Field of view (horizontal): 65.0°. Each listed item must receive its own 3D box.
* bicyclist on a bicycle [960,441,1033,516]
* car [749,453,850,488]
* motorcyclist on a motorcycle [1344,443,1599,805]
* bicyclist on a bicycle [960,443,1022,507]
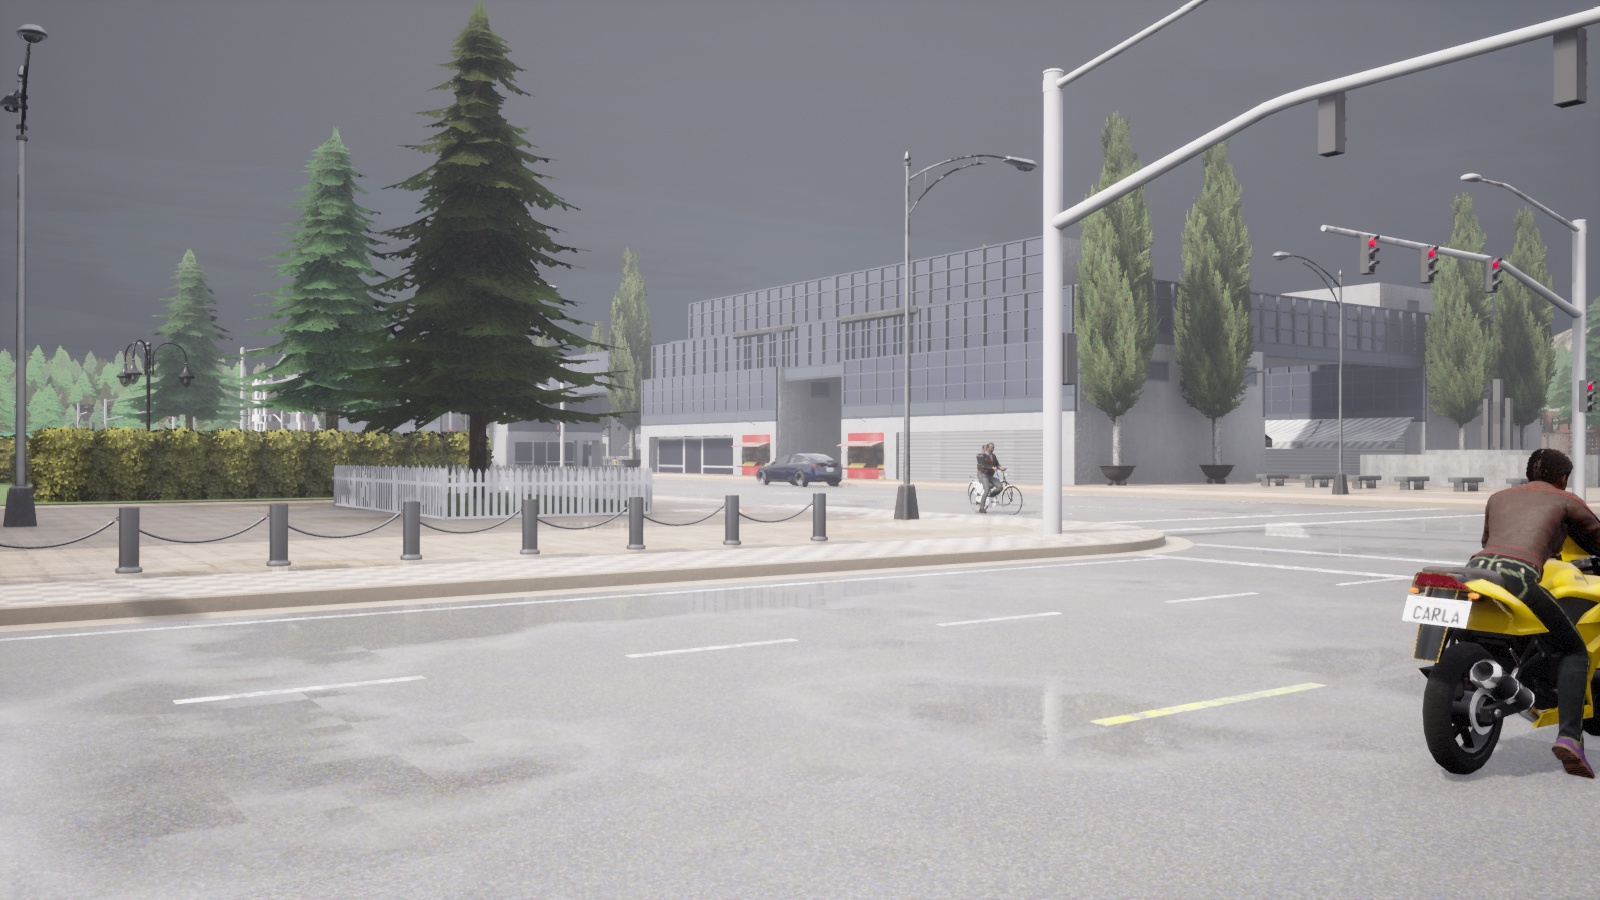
[{"bbox_3d":[4.793,0.680,30.691,0.659,1.776,1.843,0,0,-35],"label":"bicyclist on a bicycle"},{"bbox_3d":[-0.066,0.882,56.004,2.163,1.488,4.792,0,0,-35],"label":"car"},{"bbox_3d":[3.643,0.734,6.198,2.044,1.523,0.797,0,0,-35],"label":"motorcyclist on a motorcycle"},{"bbox_3d":[5.441,0.692,35.879,0.659,1.776,1.843,0,0,-35],"label":"bicyclist on a bicycle"}]
